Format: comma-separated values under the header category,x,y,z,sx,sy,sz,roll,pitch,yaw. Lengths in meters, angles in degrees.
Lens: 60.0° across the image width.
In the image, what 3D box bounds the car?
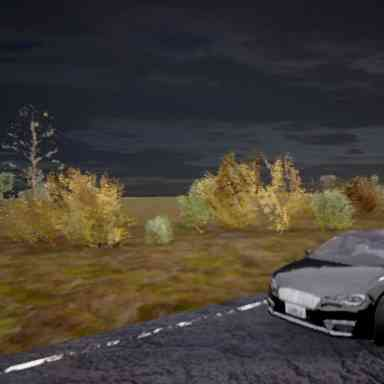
category,x,y,z,sx,sy,sz,roll,pitch,yaw
car,3.552,1.538,6.531,4.902,1.511,2.128,0,-1,-36
